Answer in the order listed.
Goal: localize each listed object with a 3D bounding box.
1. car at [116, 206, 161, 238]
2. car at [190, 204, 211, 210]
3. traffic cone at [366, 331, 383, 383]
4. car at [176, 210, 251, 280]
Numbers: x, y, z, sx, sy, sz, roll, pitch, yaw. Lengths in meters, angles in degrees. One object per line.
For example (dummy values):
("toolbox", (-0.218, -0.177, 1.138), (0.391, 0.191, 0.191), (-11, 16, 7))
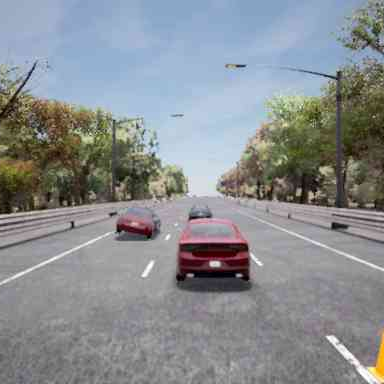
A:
("car", (-2.805, 1.545, 18.487), (1.994, 1.385, 4.181), (13, 1, 0))
("car", (0.730, 1.747, 28.349), (1.994, 1.385, 4.181), (0, 0, 1))
("traffic cone", (2.416, 1.984, 4.133), (0.340, 0.580, 0.340), (0, 0, 0))
("car", (0.549, 1.546, 10.234), (1.882, 1.535, 5.008), (0, 0, 0))
